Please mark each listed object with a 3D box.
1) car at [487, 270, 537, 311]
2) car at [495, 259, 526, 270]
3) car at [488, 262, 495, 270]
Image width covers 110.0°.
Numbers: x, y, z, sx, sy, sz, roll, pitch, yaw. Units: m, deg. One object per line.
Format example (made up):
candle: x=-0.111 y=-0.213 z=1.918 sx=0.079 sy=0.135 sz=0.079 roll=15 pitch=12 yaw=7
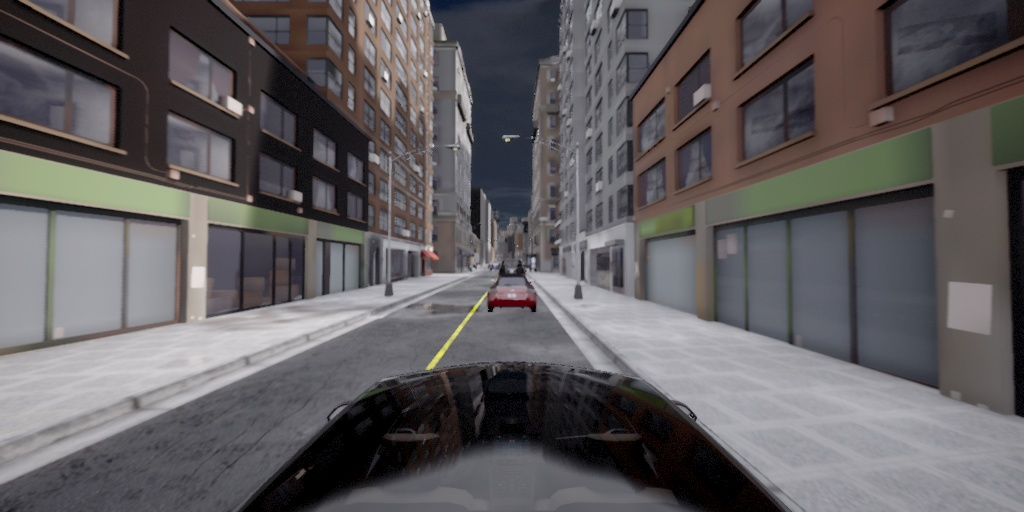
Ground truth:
car: x=0.014 y=1.458 z=15.298 sx=1.994 sy=1.385 sz=4.181 roll=0 pitch=-1 yaw=0
car: x=-0.001 y=1.271 z=29.450 sx=2.150 sy=2.045 sz=5.566 roll=0 pitch=0 yaw=0
car: x=-3.048 y=2.003 z=65.023 sx=1.812 sy=1.442 sz=4.674 roll=0 pitch=-1 yaw=0
